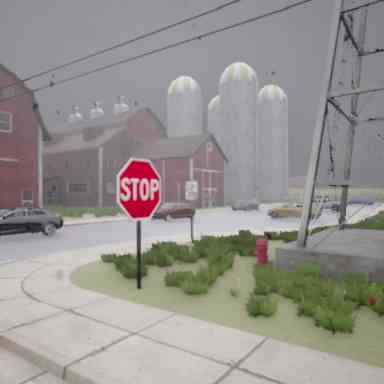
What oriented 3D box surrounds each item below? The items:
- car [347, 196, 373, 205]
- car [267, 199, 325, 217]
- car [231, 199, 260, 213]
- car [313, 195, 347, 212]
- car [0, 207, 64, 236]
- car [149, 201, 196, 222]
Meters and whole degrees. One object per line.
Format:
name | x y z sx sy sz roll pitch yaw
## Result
car | 29.323 1.515 58.639 4.611 1.667 2.242 0 0 35
car | 8.315 1.536 27.344 4.193 1.474 1.816 0 0 35
car | 6.327 1.563 38.870 1.837 1.490 4.892 0 0 35
car | 15.529 1.346 38.748 3.866 1.878 1.905 0 0 35
car | -8.985 1.549 16.831 2.128 1.511 4.902 0 0 39
car | -1.630 1.536 27.278 1.882 1.535 5.008 0 0 35
